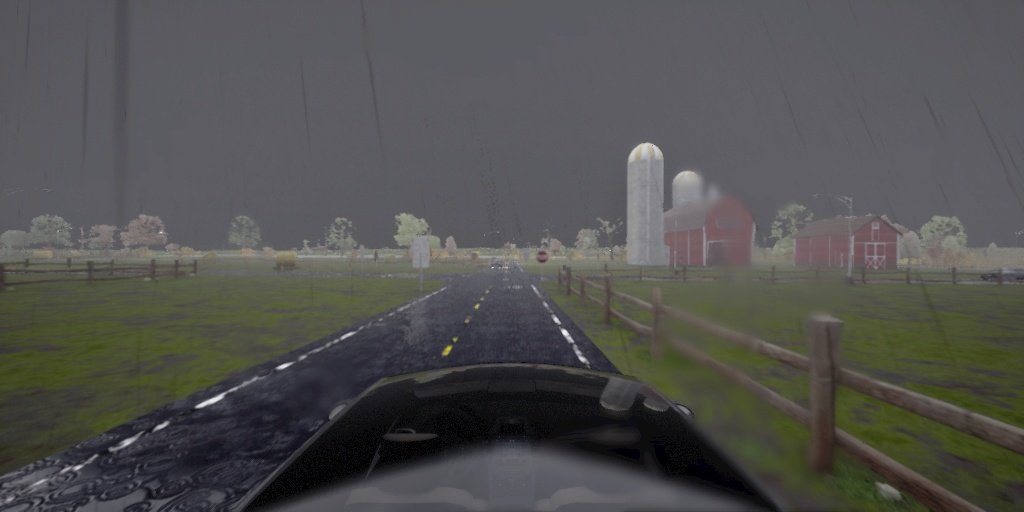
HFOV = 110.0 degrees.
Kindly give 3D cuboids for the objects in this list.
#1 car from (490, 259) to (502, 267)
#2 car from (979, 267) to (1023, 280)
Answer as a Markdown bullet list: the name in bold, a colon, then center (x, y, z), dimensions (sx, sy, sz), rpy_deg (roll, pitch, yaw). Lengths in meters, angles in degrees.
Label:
- **car**: center (-2.749, 1.229, 63.774), dimensions (1.994, 1.385, 4.181), rpy_deg (0, 1, 0)
- **car**: center (49.235, 1.784, 35.488), dimensions (4.181, 1.385, 1.994), rpy_deg (1, 1, 1)
